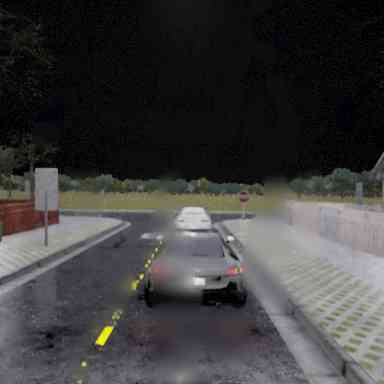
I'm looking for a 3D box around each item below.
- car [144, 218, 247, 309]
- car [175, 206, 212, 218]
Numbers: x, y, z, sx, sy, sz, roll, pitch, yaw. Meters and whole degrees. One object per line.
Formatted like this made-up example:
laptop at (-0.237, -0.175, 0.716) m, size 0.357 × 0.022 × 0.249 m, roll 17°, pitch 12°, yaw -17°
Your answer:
car at (0.088, 1.549, 7.899) m, size 1.994 × 1.385 × 4.181 m, roll 0°, pitch 0°, yaw 1°
car at (0.075, 1.496, 17.838) m, size 1.812 × 1.442 × 4.674 m, roll 0°, pitch 0°, yaw 1°
